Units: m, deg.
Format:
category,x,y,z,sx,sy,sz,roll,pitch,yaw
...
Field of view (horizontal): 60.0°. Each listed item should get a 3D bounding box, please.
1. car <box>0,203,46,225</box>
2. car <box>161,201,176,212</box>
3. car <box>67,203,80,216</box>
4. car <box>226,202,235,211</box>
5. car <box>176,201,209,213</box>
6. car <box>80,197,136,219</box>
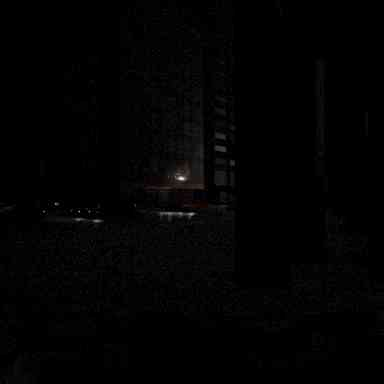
category,x,y,z,sx,sy,sz,roll,pitch,yaw
car,-13.793,1.723,26.001,1.812,1.442,4.674,0,-1,36
car,-2.398,2.033,47.326,1.837,1.490,4.892,0,0,36
car,-10.605,1.563,35.989,2.150,2.045,5.566,0,-1,36
car,6.979,2.148,48.986,2.033,1.411,5.357,0,-1,36
car,0.481,2.003,45.760,1.882,1.535,5.008,0,-1,36
car,-8.139,1.549,33.852,2.150,2.045,5.566,0,-1,36
